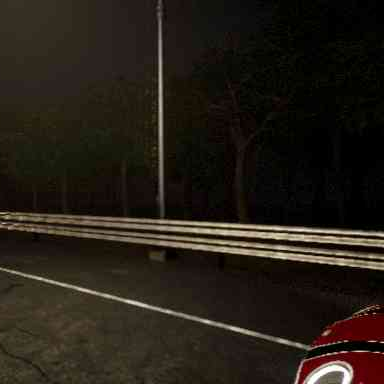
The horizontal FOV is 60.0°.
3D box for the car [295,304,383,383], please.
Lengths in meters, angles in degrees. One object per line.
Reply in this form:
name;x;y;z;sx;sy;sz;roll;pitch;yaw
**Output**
car;2.924;1.338;1.907;4.553;1.767;2.097;-1;0;35
